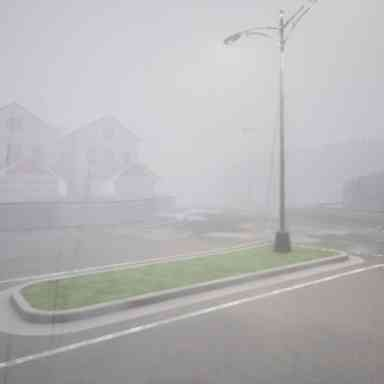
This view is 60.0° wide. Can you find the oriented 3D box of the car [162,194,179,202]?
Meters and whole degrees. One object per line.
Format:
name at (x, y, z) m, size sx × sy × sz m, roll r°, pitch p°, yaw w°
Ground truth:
car at (-4.515, 1.246, 64.673) m, size 1.837 × 1.490 × 4.892 m, roll 0°, pitch 0°, yaw -36°
